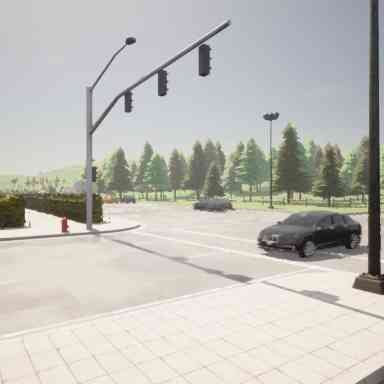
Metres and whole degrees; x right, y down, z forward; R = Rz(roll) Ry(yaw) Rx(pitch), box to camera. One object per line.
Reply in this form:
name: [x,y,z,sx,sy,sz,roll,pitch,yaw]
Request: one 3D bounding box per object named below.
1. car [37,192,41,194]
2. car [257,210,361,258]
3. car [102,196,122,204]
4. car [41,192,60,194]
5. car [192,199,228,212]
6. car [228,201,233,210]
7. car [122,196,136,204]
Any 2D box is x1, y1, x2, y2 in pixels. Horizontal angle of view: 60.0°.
car: [-29.754,1.058,65.879,2.150,2.045,5.566,0,0,-35]
car: [4.617,1.505,12.800,4.892,1.490,1.837,0,0,-35]
car: [-15.870,1.478,64.399,1.882,1.535,5.008,0,0,-35]
car: [-24.085,1.221,57.637,2.150,2.045,5.566,0,0,-35]
car: [1.774,1.564,38.734,1.994,1.385,4.181,0,0,-34]
car: [3.326,1.564,42.624,1.994,1.385,4.181,0,0,-34]
car: [-12.779,1.505,65.904,1.837,1.490,4.892,0,0,-35]
